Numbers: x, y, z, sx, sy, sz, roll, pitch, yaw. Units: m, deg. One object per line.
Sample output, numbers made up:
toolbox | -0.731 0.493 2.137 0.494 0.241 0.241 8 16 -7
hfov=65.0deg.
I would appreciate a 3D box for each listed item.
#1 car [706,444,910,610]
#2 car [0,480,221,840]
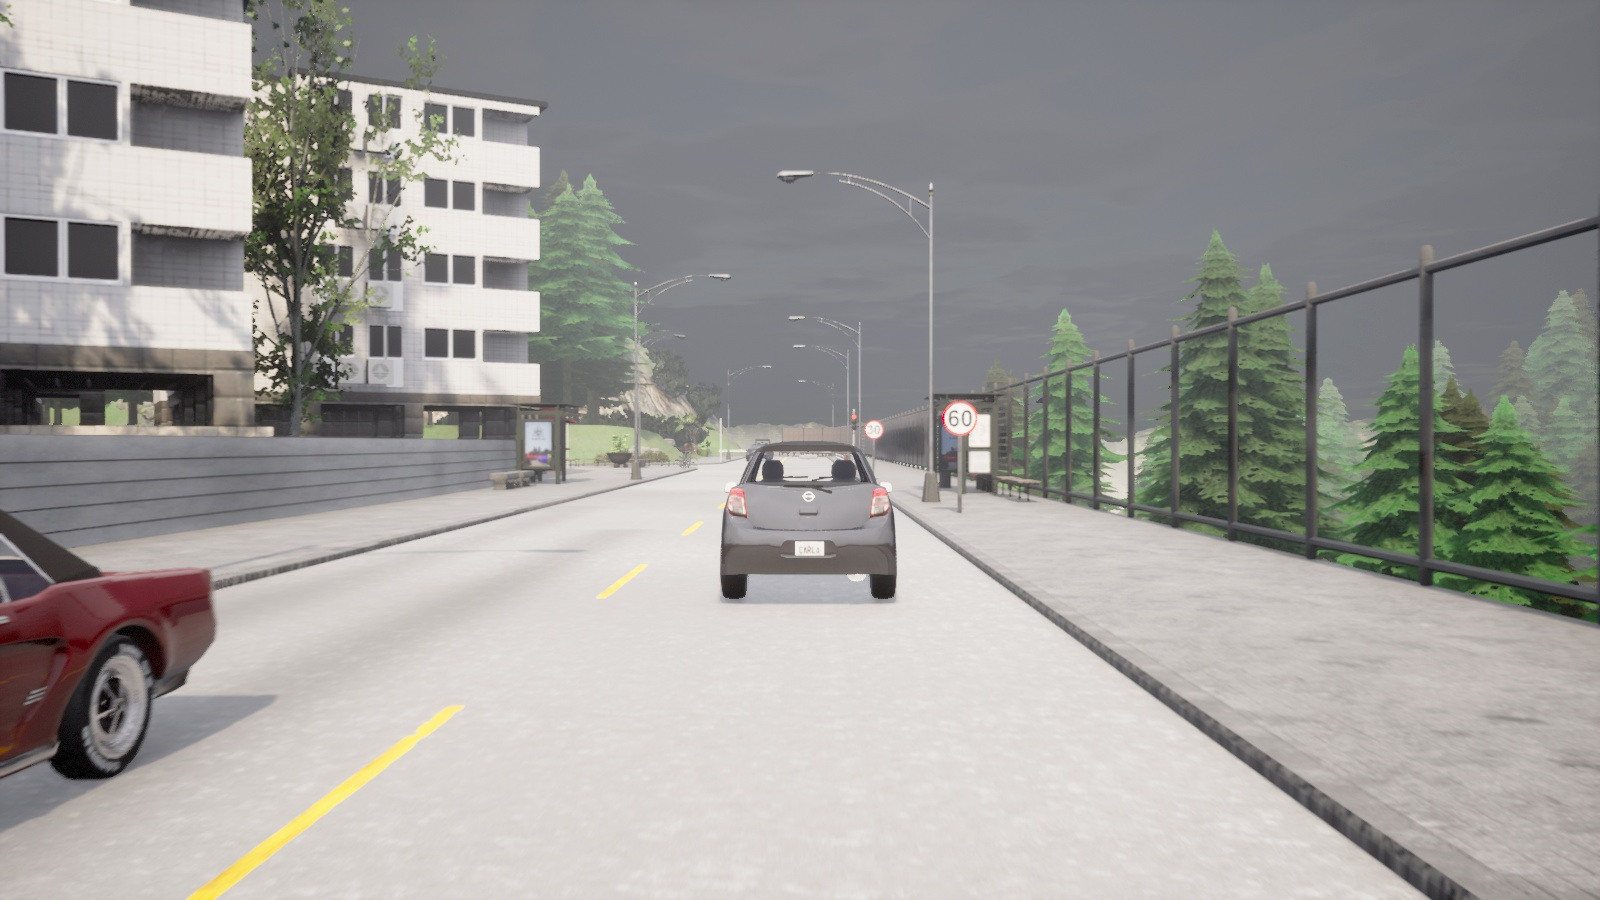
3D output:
car | 0.085 0.686 13.191 1.845 1.501 3.633 0 0 0
car | -3.961 0.820 4.149 1.895 1.301 4.718 0 0 0
